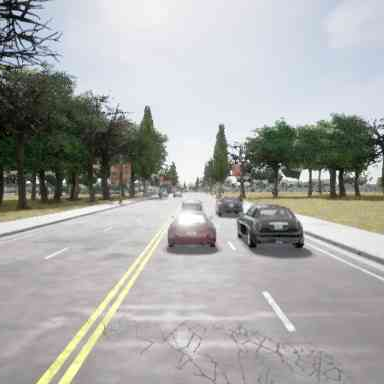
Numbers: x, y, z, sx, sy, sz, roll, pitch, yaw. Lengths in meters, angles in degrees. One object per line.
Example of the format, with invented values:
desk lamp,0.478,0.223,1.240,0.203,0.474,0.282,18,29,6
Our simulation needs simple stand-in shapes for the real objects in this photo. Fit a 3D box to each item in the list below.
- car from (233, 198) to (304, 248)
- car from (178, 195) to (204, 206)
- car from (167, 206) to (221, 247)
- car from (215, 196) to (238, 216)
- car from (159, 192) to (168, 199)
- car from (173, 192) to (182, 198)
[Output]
car,3.250,1.312,14.613,2.097,1.767,4.553,0,0,0
car,0.000,1.284,29.642,2.128,1.511,4.902,0,1,0
car,0.000,1.519,14.645,1.994,1.385,4.181,0,0,0
car,3.250,1.155,29.611,2.097,1.767,4.553,0,1,0
car,-6.499,0.702,76.707,2.128,1.511,4.902,0,1,0
car,-3.249,0.729,76.708,1.994,1.385,4.181,0,1,0
